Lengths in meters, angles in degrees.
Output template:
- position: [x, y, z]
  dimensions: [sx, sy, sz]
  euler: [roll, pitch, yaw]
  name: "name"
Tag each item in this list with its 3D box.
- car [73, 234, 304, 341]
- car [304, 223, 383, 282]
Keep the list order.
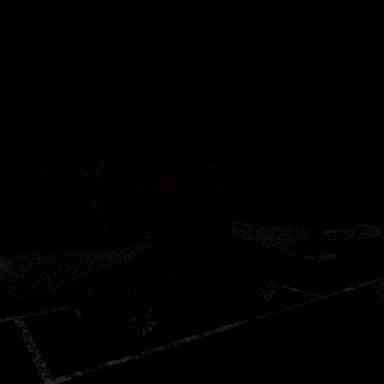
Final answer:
- position: [-0.027, 1.566, 6.516]
  dimensions: [4.313, 1.339, 1.947]
  euler: [0, 0, -35]
  name: "car"
- position: [4.454, 1.582, 9.708]
  dimensions: [4.206, 1.307, 1.802]
  euler: [0, 0, -35]
  name: "car"
